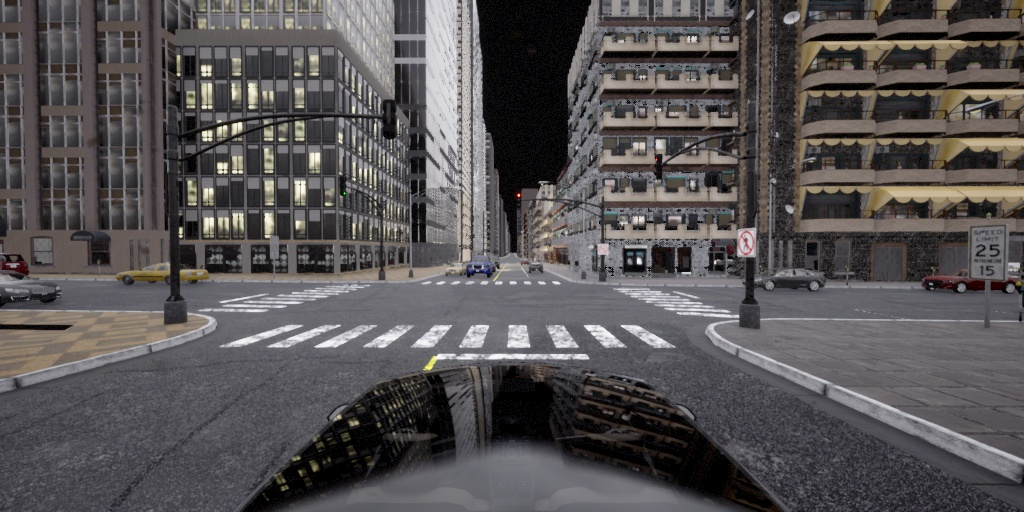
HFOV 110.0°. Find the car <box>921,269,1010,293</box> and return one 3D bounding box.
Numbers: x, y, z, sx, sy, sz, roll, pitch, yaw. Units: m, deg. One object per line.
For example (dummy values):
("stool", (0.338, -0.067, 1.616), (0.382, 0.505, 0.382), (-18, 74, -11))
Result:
("car", (27.409, 1.461, 21.499), (4.507, 1.381, 1.888), (0, 0, 1))

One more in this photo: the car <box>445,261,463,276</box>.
("car", (-5.629, 1.265, 36.361), (1.751, 1.417, 4.829), (0, 0, 0))

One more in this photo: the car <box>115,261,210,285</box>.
("car", (-21.631, 1.029, 22.242), (4.829, 1.417, 1.751), (0, 0, 1))

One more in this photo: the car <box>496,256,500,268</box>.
("car", (-2.994, 0.957, 55.349), (2.150, 2.045, 5.566), (0, 0, 0))

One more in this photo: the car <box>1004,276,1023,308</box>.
("car", (21.736, 1.576, 13.208), (4.313, 1.339, 1.948), (0, 0, 1))

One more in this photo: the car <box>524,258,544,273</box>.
("car", (2.762, 1.289, 42.170), (2.007, 1.370, 4.403), (0, 0, 0))

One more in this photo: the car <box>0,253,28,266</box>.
("car", (-33.577, 0.712, 22.468), (5.009, 1.841, 2.192), (0, 0, 1))

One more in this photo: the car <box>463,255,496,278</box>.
("car", (-3.042, 0.962, 34.662), (2.150, 2.045, 5.566), (0, 0, 0))

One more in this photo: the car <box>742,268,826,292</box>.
("car", (16.344, 1.375, 21.674), (4.403, 1.370, 2.007), (0, 0, 1))

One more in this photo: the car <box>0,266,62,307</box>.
("car", (-20.265, 1.204, 13.905), (4.403, 1.370, 2.007), (0, 0, 1))

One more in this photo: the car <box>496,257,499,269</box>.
("car", (-3.017, 1.216, 44.793), (1.882, 1.535, 5.008), (0, 0, 0))
